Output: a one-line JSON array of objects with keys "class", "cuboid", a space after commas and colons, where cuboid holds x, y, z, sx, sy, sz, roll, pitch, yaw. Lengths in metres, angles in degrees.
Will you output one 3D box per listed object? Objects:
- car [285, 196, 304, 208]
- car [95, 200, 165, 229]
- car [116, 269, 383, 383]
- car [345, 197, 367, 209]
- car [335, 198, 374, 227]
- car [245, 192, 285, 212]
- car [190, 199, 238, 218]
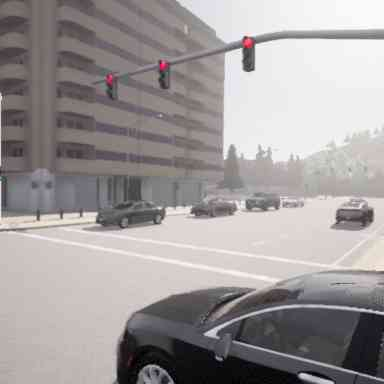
[{"class": "car", "cuboid": [13.603, 1.285, 44.687, 1.812, 1.442, 4.674, 1, 1, 35]}, {"class": "car", "cuboid": [-3.634, 1.304, 20.318, 1.837, 1.490, 4.892, 1, 1, 35]}, {"class": "car", "cuboid": [1.398, 1.498, 2.947, 4.892, 1.490, 1.837, 0, 0, 36]}, {"class": "car", "cuboid": [21.448, 1.424, 43.392, 1.994, 1.385, 4.181, 1, 1, 35]}, {"class": "car", "cuboid": [11.184, 1.433, 22.794, 2.128, 1.511, 4.902, 1, 1, 35]}, {"class": "car", "cuboid": [7.881, 0.994, 36.619, 2.150, 2.045, 5.566, 1, 1, 36]}, {"class": "car", "cuboid": [2.001, 1.334, 28.311, 2.033, 1.411, 5.357, 1, 1, 35]}]
